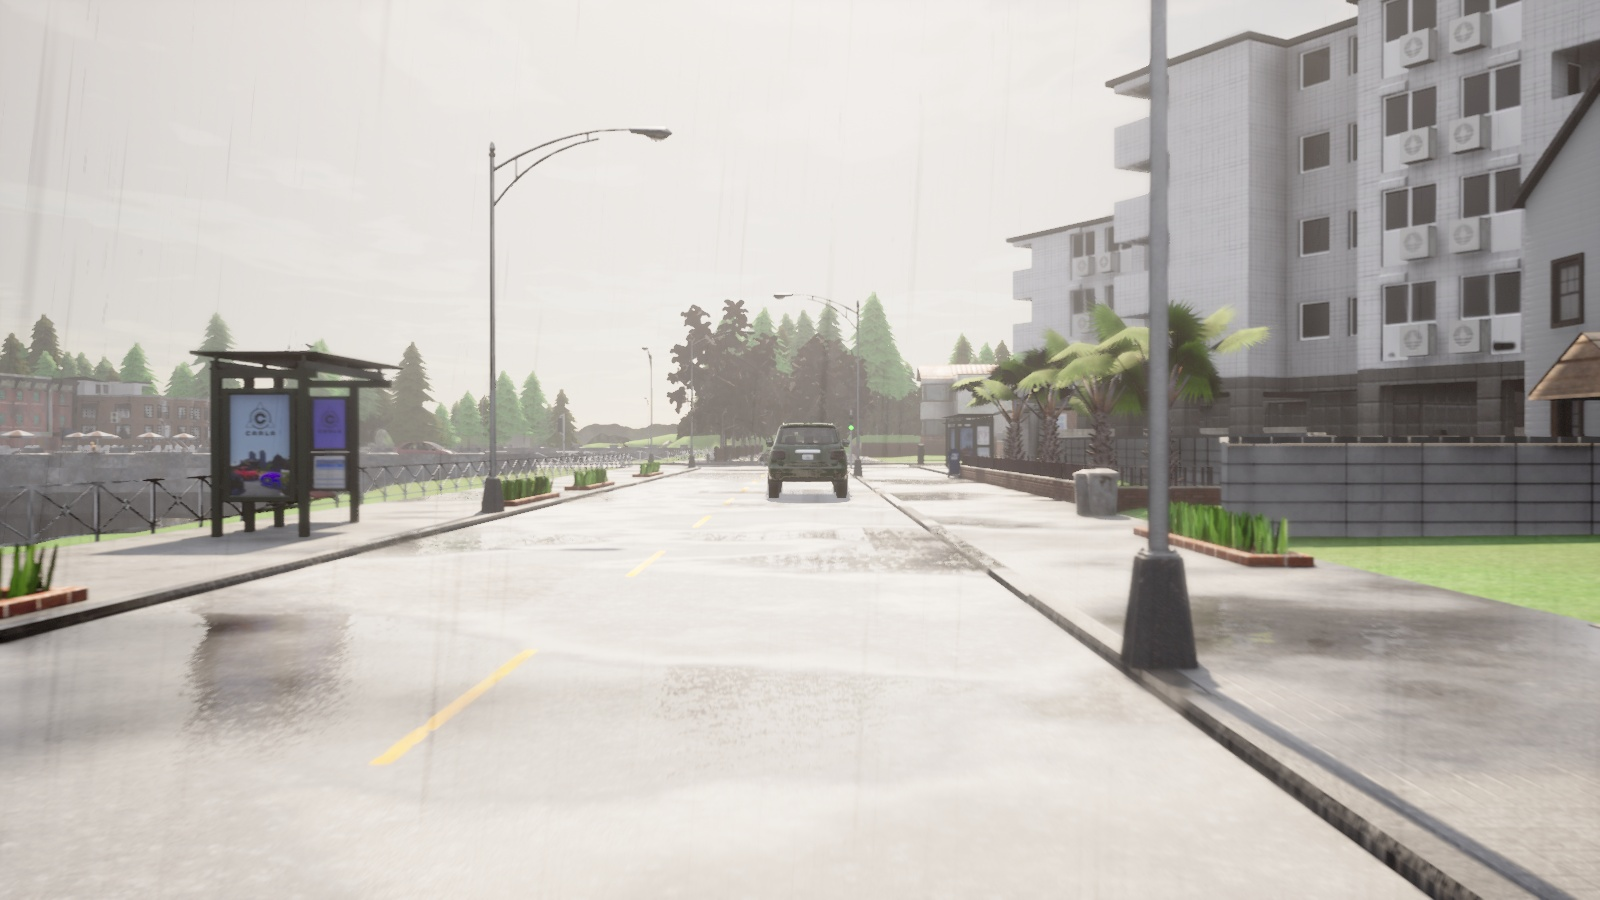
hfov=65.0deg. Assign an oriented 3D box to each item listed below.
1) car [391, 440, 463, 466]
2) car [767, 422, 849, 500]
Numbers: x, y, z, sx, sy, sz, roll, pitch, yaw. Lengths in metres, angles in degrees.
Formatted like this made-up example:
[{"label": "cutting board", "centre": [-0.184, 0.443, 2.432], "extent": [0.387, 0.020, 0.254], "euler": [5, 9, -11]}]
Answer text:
[{"label": "car", "centre": [-23.587, 0.178, 79.446], "extent": [3.988, 1.617, 1.851], "euler": [0, 0, 0]}, {"label": "car", "centre": [0.221, 0.265, 35.647], "extent": [2.150, 2.045, 5.566], "euler": [0, 0, 0]}]
